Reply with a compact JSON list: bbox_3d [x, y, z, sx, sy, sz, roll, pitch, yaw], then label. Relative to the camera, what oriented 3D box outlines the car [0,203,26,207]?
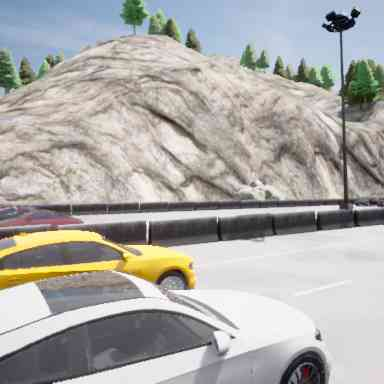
[{"bbox_3d":[-10.005,1.491,18.162,4.902,1.511,2.128,0,0,-33],"label":"car"}]

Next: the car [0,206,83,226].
[{"bbox_3d":[-7.324,1.562,15.732,4.181,1.385,1.994,0,0,-33],"label":"car"}]

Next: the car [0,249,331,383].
[{"bbox_3d":[-0.718,1.525,3.086,4.674,1.442,1.812,0,0,-33],"label":"car"}]

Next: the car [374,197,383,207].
[{"bbox_3d":[28.665,1.289,47.476,4.553,1.767,2.097,0,0,-33],"label":"car"}]

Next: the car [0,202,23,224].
[{"bbox_3d":[-14.664,1.526,23.480,4.674,1.442,1.812,0,0,-33],"label":"car"}]

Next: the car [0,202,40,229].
[{"bbox_3d":[-12.358,1.477,20.806,5.008,1.535,1.882,0,0,-33],"label":"car"}]

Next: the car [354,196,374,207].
[{"bbox_3d":[26.533,1.449,50.266,4.892,1.490,1.837,0,0,-33],"label":"car"}]

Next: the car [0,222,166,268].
[{"bbox_3d":[-2.246,1.476,6.269,5.008,1.535,1.882,0,0,-33],"label":"car"}]
